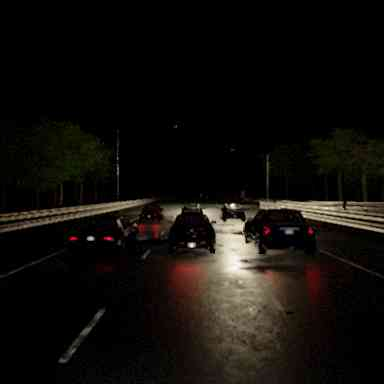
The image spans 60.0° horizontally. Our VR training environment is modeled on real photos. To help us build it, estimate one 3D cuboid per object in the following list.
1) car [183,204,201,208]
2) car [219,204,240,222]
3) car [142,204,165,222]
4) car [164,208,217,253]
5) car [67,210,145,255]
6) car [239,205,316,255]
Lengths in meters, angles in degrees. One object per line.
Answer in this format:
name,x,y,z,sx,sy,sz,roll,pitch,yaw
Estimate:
car,0.004,1.775,29.291,2.128,1.511,4.902,0,0,0
car,3.504,1.775,29.293,2.128,1.511,4.902,0,0,0
car,-3.495,1.809,29.376,1.812,1.442,4.674,0,0,0
car,0.004,1.649,14.281,1.837,1.490,4.892,0,0,0
car,-3.499,1.686,13.991,2.033,1.411,5.357,0,-1,0
car,3.503,1.489,14.074,2.097,1.767,4.553,0,-1,0
